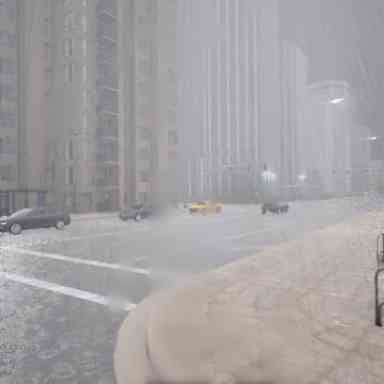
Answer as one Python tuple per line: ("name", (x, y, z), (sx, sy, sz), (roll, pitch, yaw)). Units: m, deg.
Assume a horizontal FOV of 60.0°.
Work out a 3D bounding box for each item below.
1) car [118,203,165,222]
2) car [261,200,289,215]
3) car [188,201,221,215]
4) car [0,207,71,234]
("car", (-4.432, 1.793, 29.822), (1.837, 1.490, 4.892), (-1, 0, 35))
("car", (9.335, 1.715, 37.069), (1.837, 1.490, 4.892), (-1, -1, 35))
("car", (1.516, 1.767, 38.334), (1.882, 1.535, 5.008), (-1, 0, 35))
("car", (-10.263, 1.791, 21.465), (1.837, 1.490, 4.892), (-1, 0, 36))
